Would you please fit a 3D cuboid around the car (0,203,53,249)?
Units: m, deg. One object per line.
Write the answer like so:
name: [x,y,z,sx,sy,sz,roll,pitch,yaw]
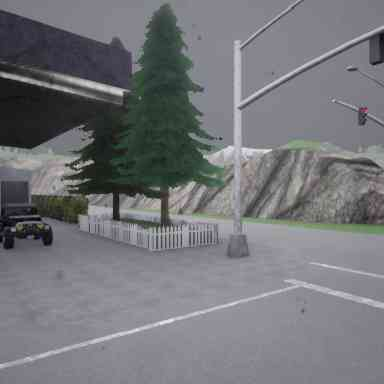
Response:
car: [-8.030,1.505,15.815,1.905,1.878,3.866,0,0,-37]
